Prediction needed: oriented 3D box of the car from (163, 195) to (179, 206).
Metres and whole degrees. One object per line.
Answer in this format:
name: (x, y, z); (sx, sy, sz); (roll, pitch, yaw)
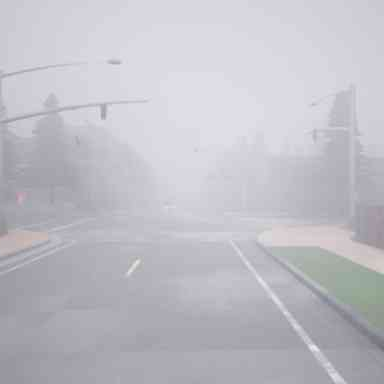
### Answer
car: (-3.567, 1.586, 53.532); (1.994, 1.385, 4.181); (0, 0, 0)
